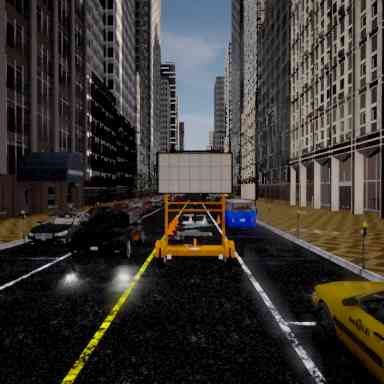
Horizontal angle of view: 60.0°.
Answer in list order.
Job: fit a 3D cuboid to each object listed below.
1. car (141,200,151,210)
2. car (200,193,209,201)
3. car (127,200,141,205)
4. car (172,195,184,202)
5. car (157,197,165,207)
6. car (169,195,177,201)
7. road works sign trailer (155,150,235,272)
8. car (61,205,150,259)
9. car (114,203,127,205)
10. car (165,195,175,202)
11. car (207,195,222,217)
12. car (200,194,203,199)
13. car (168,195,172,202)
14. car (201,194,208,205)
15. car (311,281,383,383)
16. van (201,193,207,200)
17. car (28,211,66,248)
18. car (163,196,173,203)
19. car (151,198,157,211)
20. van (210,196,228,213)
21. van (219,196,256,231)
[{"bbox_3d":[-5.464,1.543,31.773,2.008,1.369,4.403,-1,0,0],"label":"car"},{"bbox_3d":[3.335,1.291,88.547,2.192,1.841,5.009,-1,0,0],"label":"car"},{"bbox_3d":[-5.505,1.539,26.090,1.887,1.381,4.507,-1,0,0],"label":"car"},{"bbox_3d":[-2.510,1.461,66.233,1.882,1.535,5.008,0,0,0],"label":"car"},{"bbox_3d":[-5.337,1.539,48.824,2.008,1.369,4.403,-1,0,0],"label":"car"},{"bbox_3d":[-5.044,1.502,88.438,1.752,1.417,4.829,-1,0,0],"label":"car"},{"bbox_3d":[0.097,0.462,10.744,2.380,3.560,2.880,0,0,1],"label":"road works sign trailer"},{"bbox_3d":[-3.008,1.474,12.765,1.882,1.535,5.008,0,0,0],"label":"car"},{"bbox_3d":[-5.547,1.561,20.406,1.947,1.339,4.313,-1,0,0],"label":"car"},{"bbox_3d":[-5.128,1.420,77.241,1.967,1.590,4.097,-1,0,0],"label":"car"},{"bbox_3d":[2.915,1.308,31.711,2.192,1.841,5.009,-1,0,0],"label":"car"},{"bbox_3d":[3.293,1.293,82.863,2.192,1.841,5.009,-1,0,0],"label":"car"},{"bbox_3d":[-5.253,1.536,60.190,2.008,1.369,4.403,-1,0,0],"label":"car"},{"bbox_3d":[3.127,1.536,60.128,2.008,1.369,4.403,-1,0,0],"label":"car"},{"bbox_3d":[2.708,1.524,3.464,1.752,1.417,4.829,-1,0,0],"label":"car"},{"bbox_3d":[3.378,1.315,94.230,1.690,1.788,3.998,-1,0,0],"label":"van"},{"bbox_3d":[-5.589,1.547,14.723,2.008,1.369,4.403,-1,0,0],"label":"car"},{"bbox_3d":[-5.169,1.564,71.557,1.802,1.307,4.206,-1,0,0],"label":"car"},{"bbox_3d":[-5.421,1.573,37.457,1.802,1.307,4.206,-1,0,0],"label":"car"},{"bbox_3d":[2.957,1.332,37.395,1.690,1.788,3.998,-1,0,0],"label":"van"},{"bbox_3d":[2.831,1.336,20.344,1.690,1.788,3.998,-1,0,0],"label":"van"}]
